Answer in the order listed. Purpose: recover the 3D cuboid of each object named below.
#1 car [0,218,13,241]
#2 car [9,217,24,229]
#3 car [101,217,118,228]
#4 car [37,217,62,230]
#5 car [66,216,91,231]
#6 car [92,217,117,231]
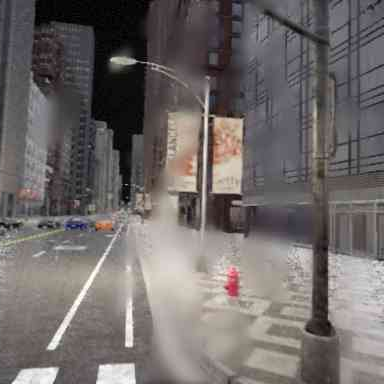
[{"bbox_3d":[-13.620,2.544,21.133,2.033,1.411,5.357,3,-4,-11],"label":"car"},{"bbox_3d":[-19.593,3.378,35.342,1.895,1.301,4.718,3,-4,-10],"label":"car"},{"bbox_3d":[-12.548,4.595,50.870,2.128,1.511,4.902,3,-4,-10],"label":"car"},{"bbox_3d":[-17.214,3.761,40.433,2.033,1.411,5.357,3,-4,-10],"label":"car"},{"bbox_3d":[-13.685,3.759,39.696,1.882,1.535,5.008,3,-4,-10],"label":"car"},{"bbox_3d":[-10.536,3.800,40.571,2.097,1.767,4.553,3,-4,-10],"label":"car"}]
